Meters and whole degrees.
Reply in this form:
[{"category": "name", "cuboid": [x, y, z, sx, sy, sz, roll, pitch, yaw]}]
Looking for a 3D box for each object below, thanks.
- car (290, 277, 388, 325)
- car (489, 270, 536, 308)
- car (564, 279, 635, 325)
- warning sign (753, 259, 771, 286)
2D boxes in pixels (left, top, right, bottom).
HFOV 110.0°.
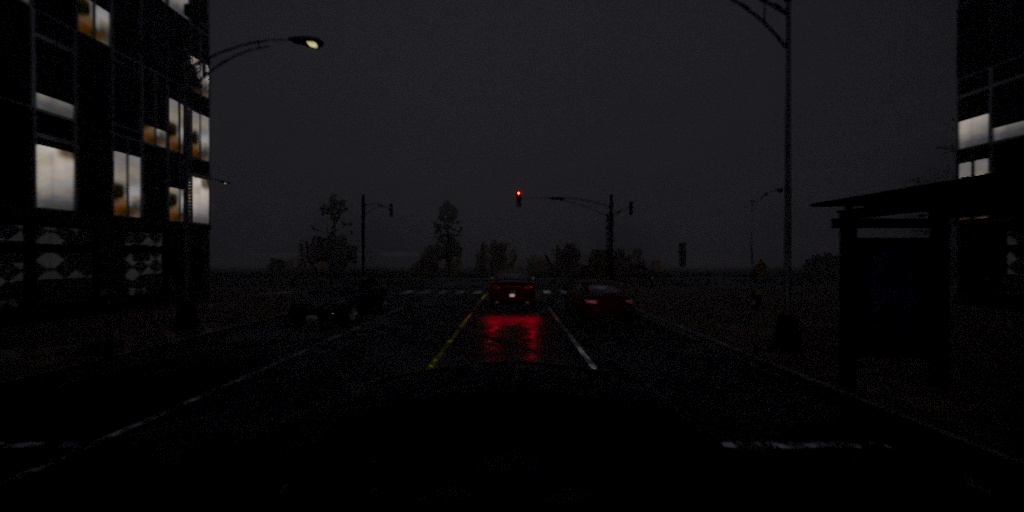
[{"category": "car", "cuboid": [-5.687, 1.415, 12.368, 1.948, 1.339, 4.313, 0, 0, 0]}, {"category": "car", "cuboid": [0.037, 1.361, 16.057, 1.882, 1.535, 5.008, 0, 0, 1]}, {"category": "car", "cuboid": [2.823, 1.428, 12.054, 1.802, 1.307, 4.207, 0, 0, 0]}, {"category": "warning sign", "cuboid": [17.010, 1.107, 24.437, 1.060, 1.860, 1.300, 0, 0, -1]}]
